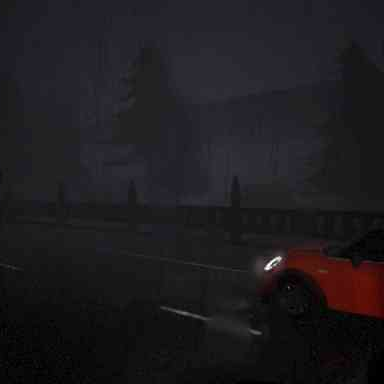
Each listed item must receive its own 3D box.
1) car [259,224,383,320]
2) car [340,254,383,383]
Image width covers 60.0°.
[{"bbox_3d":[3.514,1.351,5.787,4.553,1.767,2.097,0,0,35],"label":"car"},{"bbox_3d":[3.557,1.487,1.457,5.008,1.535,1.882,0,0,36],"label":"car"}]
